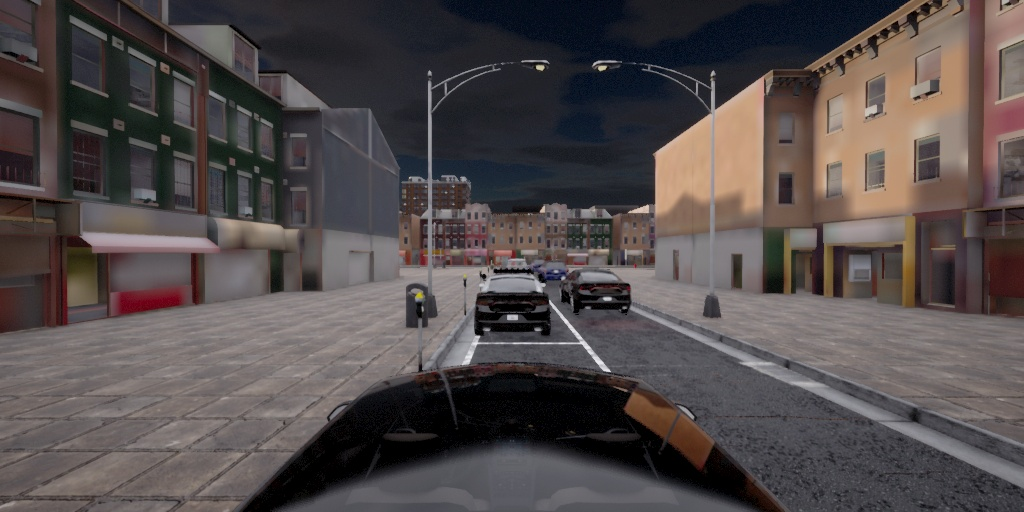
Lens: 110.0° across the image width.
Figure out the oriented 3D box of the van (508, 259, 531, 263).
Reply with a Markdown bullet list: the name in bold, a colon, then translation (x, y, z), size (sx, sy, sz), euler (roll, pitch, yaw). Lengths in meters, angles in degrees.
- **van**: translation (0.382, 1.095, 27.349), size (1.690, 1.789, 3.998), euler (0, 0, 0)

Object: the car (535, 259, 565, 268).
- **car**: translation (3.101, 1.107, 27.264), size (2.097, 1.767, 4.553), euler (0, 0, 0)

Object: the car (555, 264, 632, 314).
- **car**: translation (3.020, 1.228, 13.834), size (1.882, 1.535, 5.008), euler (0, 0, 0)

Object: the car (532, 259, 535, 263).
- **car**: translation (3.096, 1.115, 40.964), size (2.097, 1.767, 4.553), euler (0, 0, 0)

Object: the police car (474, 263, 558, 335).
- **police car**: translation (0.012, 1.174, 10.611), size (1.930, 1.638, 5.238), euler (0, 0, 0)
